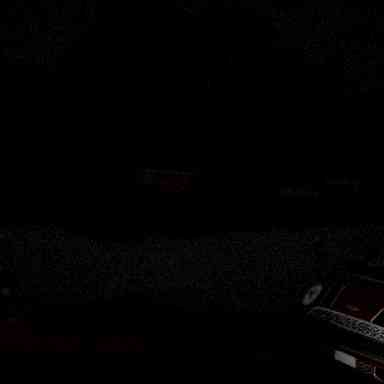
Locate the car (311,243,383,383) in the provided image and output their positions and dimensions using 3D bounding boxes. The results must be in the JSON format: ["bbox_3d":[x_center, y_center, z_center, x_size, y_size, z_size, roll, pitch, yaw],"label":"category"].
[{"bbox_3d":[3.517,1.511,5.123,4.097,1.590,1.967,1,0,-33],"label":"car"}]

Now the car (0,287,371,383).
[{"bbox_3d":[-1.042,1.543,2.111,4.507,1.381,1.887,1,0,-33],"label":"car"}]
